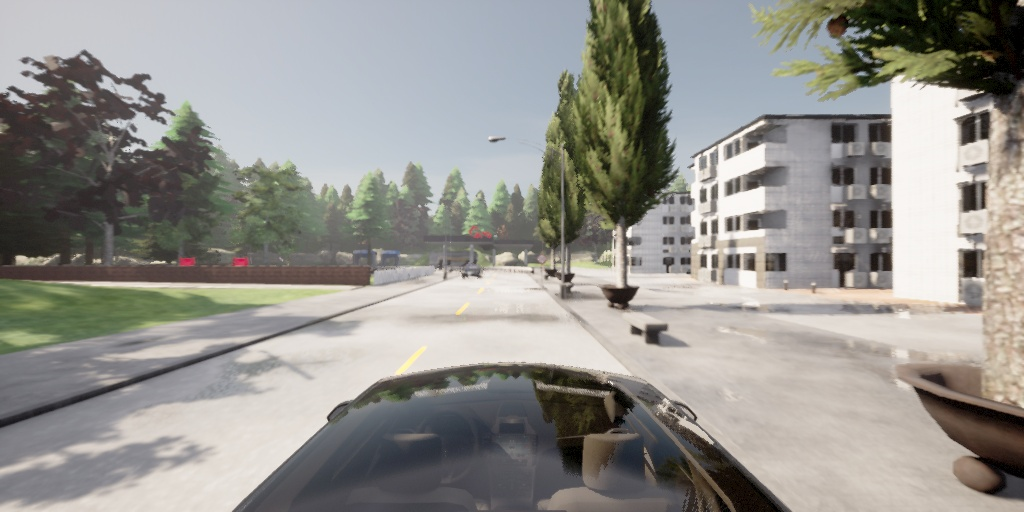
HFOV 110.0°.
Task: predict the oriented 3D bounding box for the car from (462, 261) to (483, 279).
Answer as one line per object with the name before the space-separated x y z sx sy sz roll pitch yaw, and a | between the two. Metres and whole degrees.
car | -4.065 1.572 37.300 2.128 1.511 4.902 0 -1 0
